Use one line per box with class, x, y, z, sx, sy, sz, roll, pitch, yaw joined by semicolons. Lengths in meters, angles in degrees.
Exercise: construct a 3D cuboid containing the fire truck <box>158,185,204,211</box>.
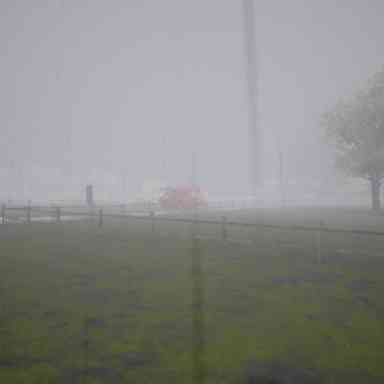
fire truck;-1.602;0.934;52.796;2.891;3.827;8.468;-1;-2;36
